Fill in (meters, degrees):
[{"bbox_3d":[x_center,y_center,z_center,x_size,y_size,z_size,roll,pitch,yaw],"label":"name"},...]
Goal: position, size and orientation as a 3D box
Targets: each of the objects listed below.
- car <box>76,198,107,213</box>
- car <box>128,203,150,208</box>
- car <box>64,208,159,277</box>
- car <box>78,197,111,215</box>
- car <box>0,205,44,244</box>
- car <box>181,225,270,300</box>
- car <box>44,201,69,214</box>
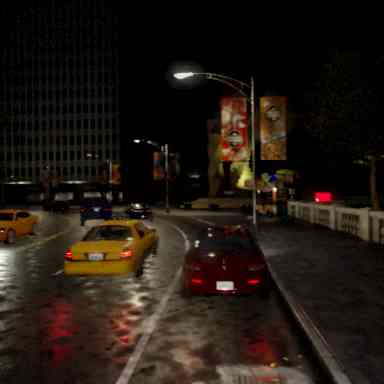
[{"bbox_3d":[-12.767,1.683,42.056,2.097,1.767,4.553,-1,0,-40],"label":"car"},{"bbox_3d":[-4.442,1.661,27.297,2.128,1.511,4.902,0,0,-18],"label":"car"},{"bbox_3d":[-2.179,1.527,10.456,1.801,1.575,5.366,-1,0,2],"label":"car"},{"bbox_3d":[-7.508,1.416,25.819,2.150,2.045,5.566,0,-1,-18],"label":"car"},{"bbox_3d":[-9.463,1.662,16.912,1.882,1.535,5.008,0,0,-7],"label":"car"},{"bbox_3d":[0.808,1.552,8.356,1.812,1.442,4.674,-1,0,5],"label":"car"},{"bbox_3d":[-17.203,1.860,41.855,1.882,1.535,5.008,0,-1,-43],"label":"car"}]
